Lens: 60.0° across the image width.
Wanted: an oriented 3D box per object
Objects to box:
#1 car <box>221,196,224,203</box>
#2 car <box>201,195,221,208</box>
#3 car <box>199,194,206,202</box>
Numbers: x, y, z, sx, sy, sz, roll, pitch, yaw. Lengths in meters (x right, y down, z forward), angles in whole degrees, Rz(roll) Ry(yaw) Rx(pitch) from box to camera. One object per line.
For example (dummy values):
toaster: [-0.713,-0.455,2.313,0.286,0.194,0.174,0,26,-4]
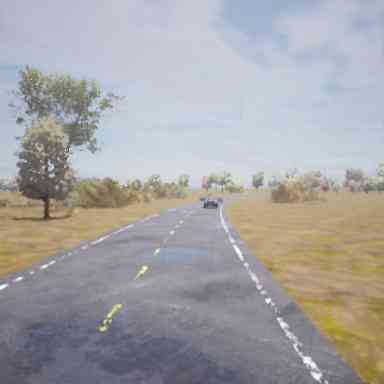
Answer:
car: [5.014,1.331,63.388,2.033,1.411,5.357,0,0,9]
car: [2.666,1.442,45.391,1.895,1.301,4.718,0,0,6]
car: [2.567,1.244,67.898,1.882,1.535,5.008,0,0,9]
